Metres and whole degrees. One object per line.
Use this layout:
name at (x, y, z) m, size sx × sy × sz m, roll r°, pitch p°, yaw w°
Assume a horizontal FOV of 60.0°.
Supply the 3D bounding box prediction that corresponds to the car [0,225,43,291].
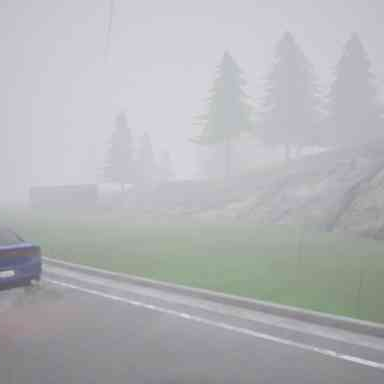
car at (-5.678, 1.540, 8.371) m, size 5.008 × 1.535 × 1.882 m, roll -1°, pitch 0°, yaw 39°
